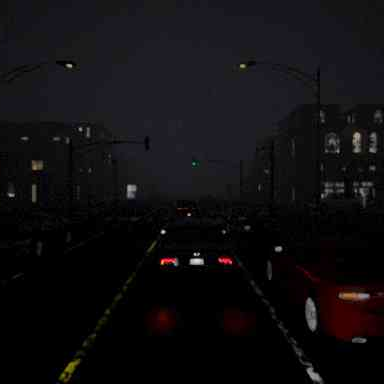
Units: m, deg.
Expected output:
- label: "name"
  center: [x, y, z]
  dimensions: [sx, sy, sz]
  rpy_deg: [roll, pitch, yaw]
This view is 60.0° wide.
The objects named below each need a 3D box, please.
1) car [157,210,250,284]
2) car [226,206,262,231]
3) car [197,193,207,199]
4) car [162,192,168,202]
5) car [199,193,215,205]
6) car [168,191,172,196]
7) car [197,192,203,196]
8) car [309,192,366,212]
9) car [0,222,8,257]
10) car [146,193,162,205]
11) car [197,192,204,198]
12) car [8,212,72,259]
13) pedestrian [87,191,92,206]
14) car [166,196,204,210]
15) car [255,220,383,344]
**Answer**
- label: "car"
  center: [0.058, 1.477, 9.419]
  dimensions: [2.033, 1.411, 5.357]
  rpy_deg: [0, 0, -1]
- label: "car"
  center: [2.609, 1.419, 17.787]
  dimensions: [2.008, 1.369, 4.403]
  rpy_deg: [0, 0, 0]
- label: "car"
  center: [2.316, 0.982, 77.784]
  dimensions: [2.008, 1.369, 4.403]
  rpy_deg: [0, 0, 0]
- label: "car"
  center: [-5.984, 1.100, 61.191]
  dimensions: [2.008, 1.369, 4.403]
  rpy_deg: [0, 0, 0]
- label: "car"
  center: [2.451, 1.196, 50.176]
  dimensions: [1.947, 1.339, 4.313]
  rpy_deg: [0, 0, 0]
- label: "car"
  center: [-6.037, 0.910, 72.234]
  dimensions: [1.967, 1.590, 4.097]
  rpy_deg: [0, 0, 0]
- label: "car"
  center: [2.397, 1.132, 61.218]
  dimensions: [1.802, 1.307, 4.206]
  rpy_deg: [0, 0, 0]
- label: "car"
  center: [15.440, 1.051, 35.416]
  dimensions: [5.566, 2.045, 2.150]
  rpy_deg: [0, 0, 1]
- label: "car"
  center: [-5.716, 1.391, 6.378]
  dimensions: [1.967, 1.590, 4.097]
  rpy_deg: [0, 0, 0]
- label: "car"
  center: [-5.930, 1.211, 50.148]
  dimensions: [1.802, 1.307, 4.206]
  rpy_deg: [0, 0, 0]
- label: "car"
  center: [2.263, 0.793, 88.826]
  dimensions: [1.967, 1.590, 4.097]
  rpy_deg: [0, 0, 0]
- label: "car"
  center: [-5.744, 1.460, 12.071]
  dimensions: [2.008, 1.369, 4.403]
  rpy_deg: [0, 0, 0]
- label: "pedestrian"
  center: [-12.752, 0.823, 41.245]
  dimensions: [0.375, 1.860, 0.375]
  rpy_deg: [0, 0, 1]
- label: "car"
  center: [-0.621, 1.314, 25.826]
  dimensions: [1.837, 1.490, 4.892]
  rpy_deg: [0, 1, -10]
- label: "car"
  center: [2.664, 1.497, 6.403]
  dimensions: [1.887, 1.381, 4.507]
  rpy_deg: [0, 0, 0]
